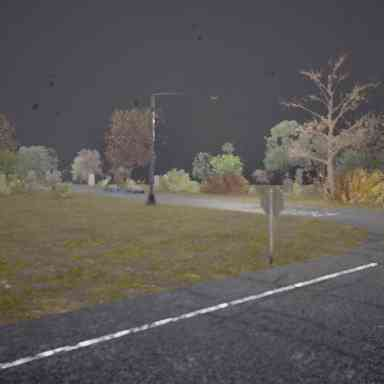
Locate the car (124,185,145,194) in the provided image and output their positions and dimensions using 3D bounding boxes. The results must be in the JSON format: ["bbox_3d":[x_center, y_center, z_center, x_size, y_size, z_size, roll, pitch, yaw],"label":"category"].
[{"bbox_3d":[-9.378,-0.407,53.971,1.994,1.385,4.181,0,2,-36],"label":"car"}]

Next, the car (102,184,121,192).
[{"bbox_3d":[-14.970,-0.732,61.764,2.033,1.411,5.357,0,2,-36],"label":"car"}]
